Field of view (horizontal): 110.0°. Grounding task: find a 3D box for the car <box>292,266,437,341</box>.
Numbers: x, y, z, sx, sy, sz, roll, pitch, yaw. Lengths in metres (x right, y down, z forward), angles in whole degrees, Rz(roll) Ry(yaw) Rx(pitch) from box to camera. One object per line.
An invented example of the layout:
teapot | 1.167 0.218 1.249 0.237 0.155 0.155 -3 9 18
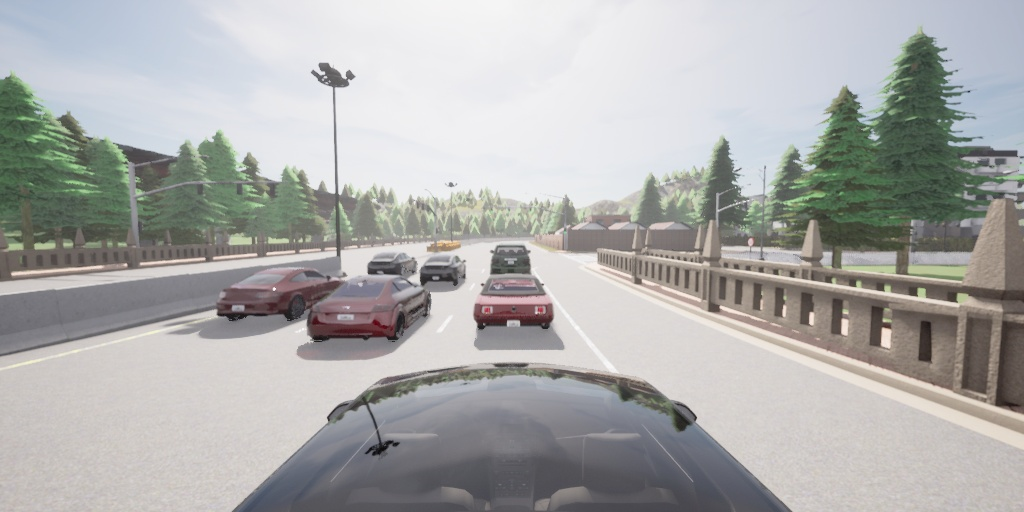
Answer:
car | -3.475 1.174 9.452 1.994 1.385 4.181 0 2 -1

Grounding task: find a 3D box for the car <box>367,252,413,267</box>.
car | -7.099 0.469 21.591 1.837 1.490 4.892 0 4 -1

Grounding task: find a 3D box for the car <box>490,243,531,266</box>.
car | -0.087 0.246 20.662 2.150 2.045 5.566 0 4 -1

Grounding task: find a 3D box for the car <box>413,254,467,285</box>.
car | -3.572 0.616 19.078 1.837 1.490 4.892 0 4 -1

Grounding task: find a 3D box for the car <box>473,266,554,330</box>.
car | 0.019 1.173 10.411 1.895 1.301 4.718 0 2 -1

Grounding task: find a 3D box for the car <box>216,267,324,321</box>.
car | -6.993 1.057 11.419 1.812 1.442 4.674 0 3 -1
